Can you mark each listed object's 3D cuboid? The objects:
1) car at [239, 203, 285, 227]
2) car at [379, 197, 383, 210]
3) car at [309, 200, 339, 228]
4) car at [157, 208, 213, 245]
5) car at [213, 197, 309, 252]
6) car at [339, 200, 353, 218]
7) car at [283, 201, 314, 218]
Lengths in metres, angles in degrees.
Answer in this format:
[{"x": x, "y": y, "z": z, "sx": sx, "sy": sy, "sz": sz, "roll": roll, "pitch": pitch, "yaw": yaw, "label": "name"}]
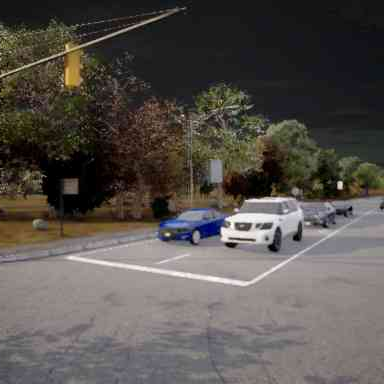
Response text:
[{"x": 5.227, "y": 1.625, "z": 24.343, "sx": 1.812, "sy": 1.442, "sz": 4.674, "roll": -1, "pitch": 0, "yaw": 32, "label": "car"}, {"x": 25.578, "y": 1.395, "z": 43.084, "sx": 2.097, "sy": 1.767, "sz": 4.553, "roll": -1, "pitch": 0, "yaw": 32, "label": "car"}, {"x": 8.481, "y": 1.416, "z": 22.942, "sx": 2.097, "sy": 1.767, "sz": 4.553, "roll": -1, "pitch": 0, "yaw": 32, "label": "car"}, {"x": 0.274, "y": 1.571, "z": 16.498, "sx": 1.882, "sy": 1.535, "sz": 5.008, "roll": -1, "pitch": 0, "yaw": 32, "label": "car"}, {"x": 3.312, "y": 1.280, "z": 14.764, "sx": 2.150, "sy": 2.045, "sz": 5.566, "roll": -1, "pitch": 0, "yaw": 32, "label": "car"}, {"x": 14.061, "y": 1.548, "z": 31.759, "sx": 1.882, "sy": 1.535, "sz": 5.008, "roll": -1, "pitch": 0, "yaw": 32, "label": "car"}, {"x": 10.517, "y": 1.630, "z": 32.685, "sx": 1.812, "sy": 1.442, "sz": 4.674, "roll": -1, "pitch": 0, "yaw": 32, "label": "car"}]
